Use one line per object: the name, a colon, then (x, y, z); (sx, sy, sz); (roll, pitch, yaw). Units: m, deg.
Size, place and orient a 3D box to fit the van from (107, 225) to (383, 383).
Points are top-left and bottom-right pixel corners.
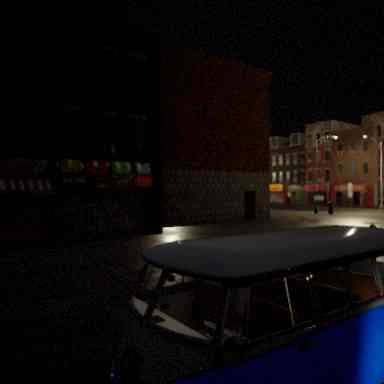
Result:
van: (1.123, 1.334, 3.623); (3.998, 1.788, 1.690); (0, 0, -36)
